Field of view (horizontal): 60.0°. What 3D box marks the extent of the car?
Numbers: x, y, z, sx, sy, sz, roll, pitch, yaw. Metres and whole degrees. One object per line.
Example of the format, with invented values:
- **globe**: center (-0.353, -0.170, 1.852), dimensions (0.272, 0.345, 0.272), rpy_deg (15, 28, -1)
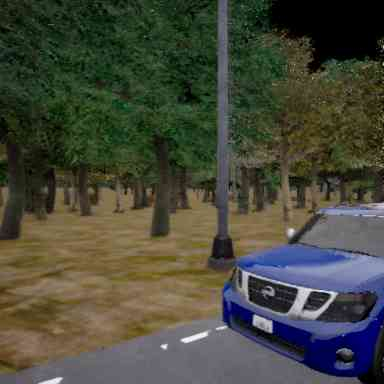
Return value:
- **car**: center (3.093, 1.222, 5.584), dimensions (5.566, 2.045, 2.150), rpy_deg (0, 0, -36)
